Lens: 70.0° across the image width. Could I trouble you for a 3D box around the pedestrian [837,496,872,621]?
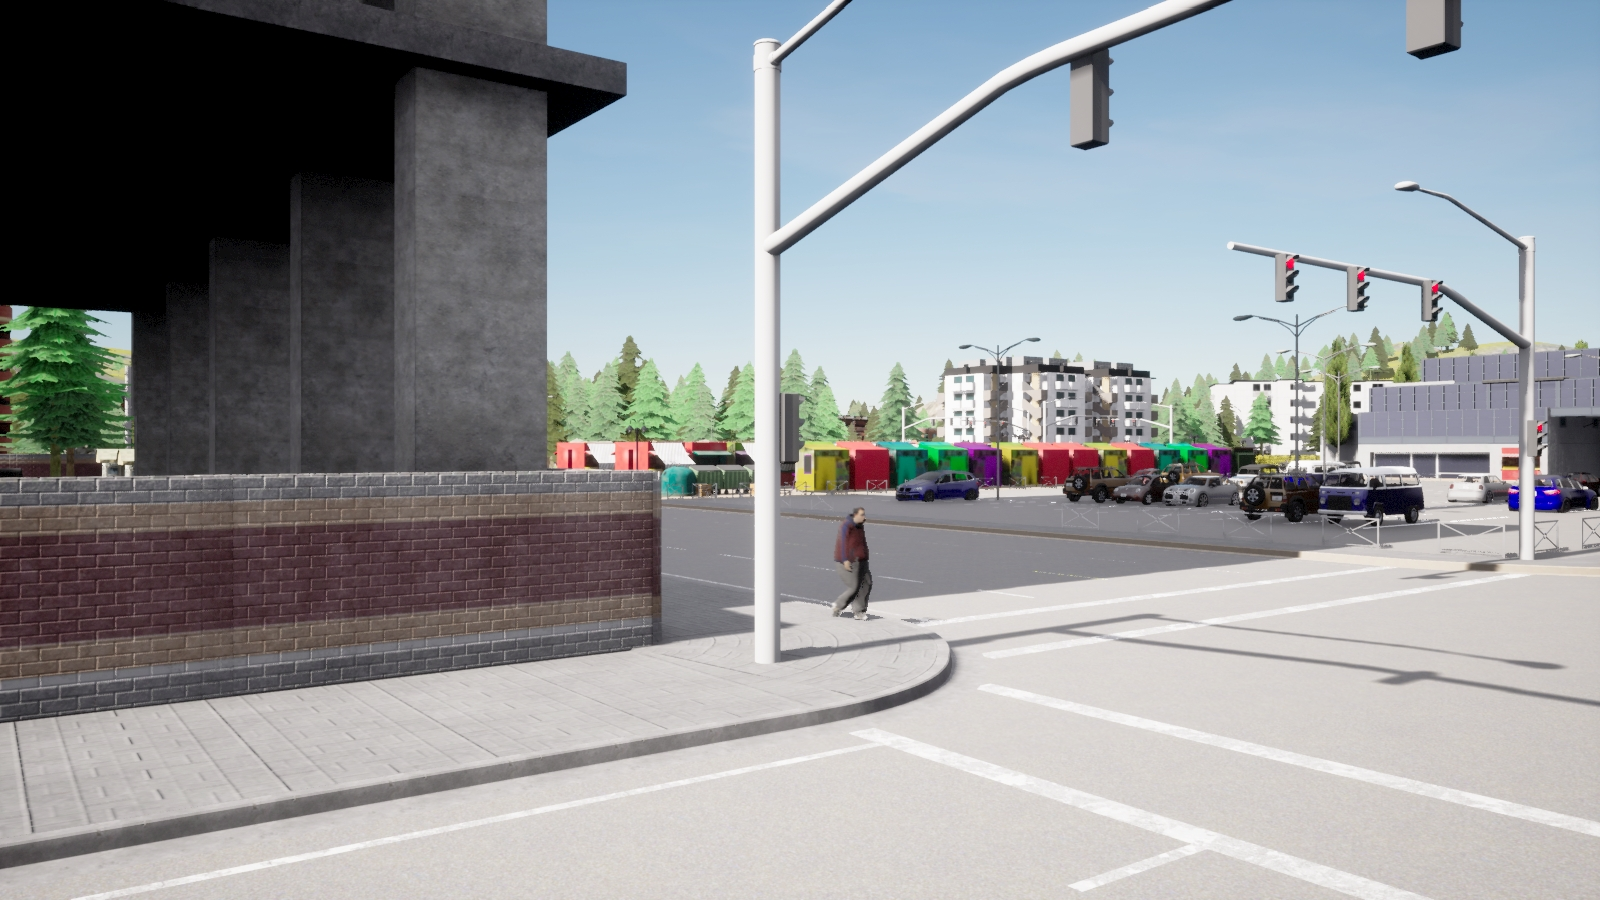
[{"bbox_3d":[0.833,1.642,17.450,0.375,1.860,0.375,0,0,44],"label":"pedestrian"}]
